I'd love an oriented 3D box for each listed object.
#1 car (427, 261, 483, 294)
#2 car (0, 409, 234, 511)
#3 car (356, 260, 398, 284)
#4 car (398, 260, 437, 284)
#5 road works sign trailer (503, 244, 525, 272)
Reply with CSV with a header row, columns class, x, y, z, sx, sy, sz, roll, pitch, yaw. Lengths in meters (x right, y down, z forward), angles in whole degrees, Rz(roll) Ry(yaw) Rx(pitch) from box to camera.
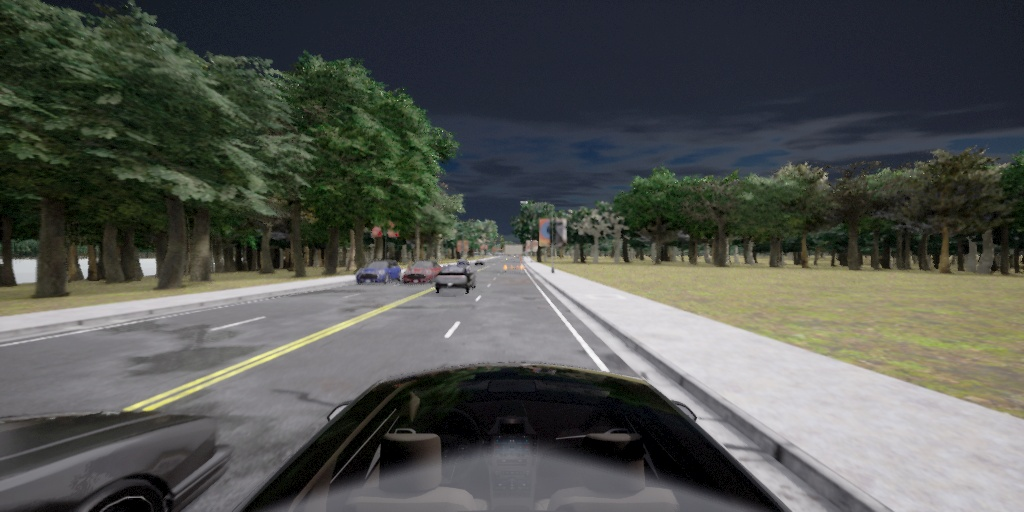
class,x,y,z,sx,sy,sz,roll,pitch,yaw
car,-3.106,1.251,20.502,2.128,1.511,4.902,0,0,0
car,-3.149,1.297,0.357,2.033,1.411,5.357,0,0,0
car,-9.773,1.115,26.647,2.097,1.767,4.553,0,0,0
car,-6.523,1.115,26.617,2.097,1.767,4.553,0,0,0
road works sign trailer,0.197,0.228,45.228,2.380,3.560,2.880,0,0,1
